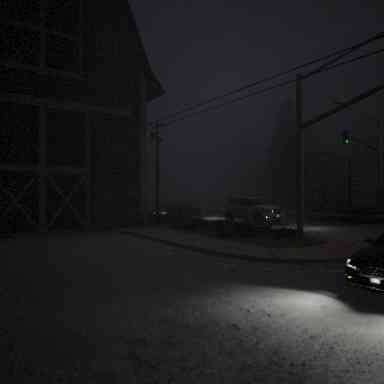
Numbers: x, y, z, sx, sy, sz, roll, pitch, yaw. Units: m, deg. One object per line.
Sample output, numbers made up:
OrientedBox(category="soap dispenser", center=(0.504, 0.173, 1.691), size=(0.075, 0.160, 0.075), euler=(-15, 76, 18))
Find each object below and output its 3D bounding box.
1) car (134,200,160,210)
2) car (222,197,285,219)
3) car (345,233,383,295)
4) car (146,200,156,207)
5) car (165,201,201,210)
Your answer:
OrientedBox(category="car", center=(-6.759, 1.920, 49.544), size=(1.895, 1.301, 4.718), euler=(0, 0, -34))
OrientedBox(category="car", center=(4.699, 1.399, 26.483), size=(2.150, 2.045, 5.566), euler=(0, 0, -34))
OrientedBox(category="car", center=(5.674, 1.550, 8.145), size=(4.892, 1.490, 1.837), euler=(0, -1, -36))
OrientedBox(category="car", center=(-6.329, 1.784, 42.571), size=(1.837, 1.490, 4.892), euler=(0, 0, -34))
OrientedBox(category="car", center=(-0.942, 1.707, 34.710), size=(1.882, 1.535, 5.008), euler=(0, 0, -35))
